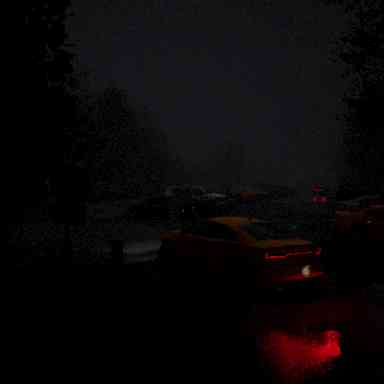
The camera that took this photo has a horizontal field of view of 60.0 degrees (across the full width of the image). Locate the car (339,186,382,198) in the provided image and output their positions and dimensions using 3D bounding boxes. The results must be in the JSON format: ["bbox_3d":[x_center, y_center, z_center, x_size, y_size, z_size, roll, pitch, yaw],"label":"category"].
[{"bbox_3d":[22.398,-0.030,44.515,5.008,1.535,2.097,1,2,24],"label":"car"}]

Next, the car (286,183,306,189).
[{"bbox_3d":[27.600,-1.565,87.857,4.792,1.488,2.163,1,2,24],"label":"car"}]

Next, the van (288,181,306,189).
[{"bbox_3d":[28.611,-1.871,90.447,4.442,1.987,1.878,1,1,24],"label":"van"}]

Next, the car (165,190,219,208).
[{"bbox_3d":[-0.891,0.867,24.658,5.008,1.535,2.097,1,3,24],"label":"car"}]

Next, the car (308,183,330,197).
[{"bbox_3d":[18.284,-0.128,47.422,2.128,1.511,4.902,1,2,24],"label":"car"}]

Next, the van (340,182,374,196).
[{"bbox_3d":[24.561,-0.442,49.605,4.442,1.987,1.878,1,2,24],"label":"van"}]

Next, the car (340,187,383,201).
[{"bbox_3d":[20.147,0.193,39.460,4.792,1.488,2.163,1,2,24],"label":"car"}]

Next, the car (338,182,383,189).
[{"bbox_3d":[15.601,0.358,29.360,5.566,2.045,2.435,1,3,24],"label":"car"}]

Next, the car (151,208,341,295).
[{"bbox_3d":[0.921,1.371,8.558,1.882,1.535,5.008,2,-1,-31],"label":"car"}]

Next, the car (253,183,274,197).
[{"bbox_3d":[7.247,0.059,42.284,5.366,1.575,1.946,1,3,24],"label":"car"}]

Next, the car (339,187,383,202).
[{"bbox_3d":[19.064,0.293,37.056,4.792,1.488,2.163,1,3,24],"label":"car"}]

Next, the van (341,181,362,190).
[{"bbox_3d":[38.259,-1.553,80.020,4.442,1.987,1.878,1,2,24],"label":"van"}]

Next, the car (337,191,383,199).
[{"bbox_3d":[9.971,1.060,16.861,4.553,1.767,2.185,1,3,24],"label":"car"}]

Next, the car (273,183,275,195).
[{"bbox_3d":[8.209,-0.044,44.884,4.892,1.521,2.231,1,3,24],"label":"car"}]

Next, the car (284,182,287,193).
[{"bbox_3d":[12.746,-0.395,55.015,4.792,1.488,2.163,1,2,24],"label":"car"}]

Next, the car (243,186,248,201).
[{"bbox_3d":[2.528,0.518,32.244,4.892,1.521,2.231,1,3,24],"label":"car"}]

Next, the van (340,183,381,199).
[{"bbox_3d":[21.151,-0.162,42.014,4.442,1.987,1.878,1,2,24],"label":"van"}]

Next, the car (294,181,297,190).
[{"bbox_3d":[17.335,-0.792,65.119,4.892,1.521,2.231,1,2,24],"label":"car"}]

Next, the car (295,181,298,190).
[{"bbox_3d":[18.463,-0.885,67.654,4.892,1.521,2.231,1,2,24],"label":"car"}]

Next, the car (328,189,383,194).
[{"bbox_3d":[13.133,0.835,24.413,5.366,1.575,1.946,1,3,24],"label":"car"}]

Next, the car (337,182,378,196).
[{"bbox_3d":[25.778,-0.558,52.092,5.566,2.045,2.435,1,2,24],"label":"car"}]

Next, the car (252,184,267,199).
[{"bbox_3d":[5.820,0.159,40.019,5.366,1.575,1.946,1,3,24],"label":"car"}]

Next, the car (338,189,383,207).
[{"bbox_3d":[16.686,0.521,31.918,4.792,1.488,2.163,1,3,24],"label":"car"}]

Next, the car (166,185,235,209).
[{"bbox_3d":[0.268,0.500,27.166,5.566,2.045,2.435,1,3,24],"label":"car"}]

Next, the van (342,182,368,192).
[{"bbox_3d":[31.647,-0.996,64.771,4.442,1.987,1.878,1,2,24],"label":"van"}]

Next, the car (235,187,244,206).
[{"bbox_3d":[1.552,0.634,29.642,5.366,1.575,1.946,1,3,24],"label":"car"}]

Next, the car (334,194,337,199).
[{"bbox_3d":[11.002,1.103,19.303,4.792,1.488,2.163,1,3,24],"label":"car"}]

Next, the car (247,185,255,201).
[{"bbox_3d":[3.492,0.395,34.851,5.366,1.575,1.946,1,3,24],"label":"car"}]

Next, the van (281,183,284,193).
[{"bbox_3d":[11.739,-0.555,52.416,4.442,1.987,1.878,1,2,24],"label":"van"}]

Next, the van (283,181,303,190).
[{"bbox_3d":[25.199,-1.668,82.870,4.442,1.987,1.878,1,2,24],"label":"van"}]

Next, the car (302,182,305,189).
[{"bbox_3d":[23.022,-1.256,77.773,5.008,1.535,2.097,1,2,24],"label":"car"}]

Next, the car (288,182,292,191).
[{"bbox_3d":[15.024,-0.580,60.075,4.792,1.488,2.163,1,2,24],"label":"car"}]

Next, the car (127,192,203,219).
[{"bbox_3d":[-2.062,1.013,22.144,4.792,1.488,2.163,1,3,24],"label":"car"}]

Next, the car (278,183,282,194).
[{"bbox_3d":[10.520,-0.209,49.931,4.792,1.488,2.163,1,2,24],"label":"car"}]

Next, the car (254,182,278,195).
[{"bbox_3d":[9.383,-0.269,47.397,4.553,1.767,2.185,1,2,24],"label":"car"}]

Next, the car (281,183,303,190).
[{"bbox_3d":[24.169,-1.308,80.301,4.674,1.452,2.002,1,2,24],"label":"car"}]

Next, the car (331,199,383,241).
[{"bbox_3d":[8.800,1.301,14.357,5.008,1.535,2.097,1,3,24],"label":"car"}]

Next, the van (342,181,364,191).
[{"bbox_3d":[36.195,-1.365,74.868,4.442,1.987,1.878,1,2,24],"label":"van"}]

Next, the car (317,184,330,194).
[{"bbox_3d":[22.511,-0.485,56.805,1.882,1.535,5.008,1,2,24],"label":"car"}]

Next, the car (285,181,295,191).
[{"bbox_3d":[16.021,-0.707,62.668,5.366,1.575,1.946,1,2,24],"label":"car"}]

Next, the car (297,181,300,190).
[{"bbox_3d":[19.439,-0.984,70.257,5.366,1.575,1.946,1,2,24],"label":"car"}]

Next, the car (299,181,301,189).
[{"bbox_3d":[20.720,-1.197,72.719,4.553,1.767,2.185,1,2,24],"label":"car"}]

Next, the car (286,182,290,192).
[{"bbox_3d":[13.885,-0.487,57.545,4.792,1.488,2.163,1,2,24],"label":"car"}]

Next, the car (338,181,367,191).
[{"bbox_3d":[34.925,-1.300,72.402,5.566,2.045,2.435,1,2,24],"label":"car"}]

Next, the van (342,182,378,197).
[{"bbox_3d":[23.637,-0.346,46.985,4.442,1.987,1.878,1,2,24],"label":"van"}]

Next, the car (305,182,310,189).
[{"bbox_3d":[26.471,-1.784,85.340,5.566,2.045,2.435,1,2,24],"label":"car"}]
